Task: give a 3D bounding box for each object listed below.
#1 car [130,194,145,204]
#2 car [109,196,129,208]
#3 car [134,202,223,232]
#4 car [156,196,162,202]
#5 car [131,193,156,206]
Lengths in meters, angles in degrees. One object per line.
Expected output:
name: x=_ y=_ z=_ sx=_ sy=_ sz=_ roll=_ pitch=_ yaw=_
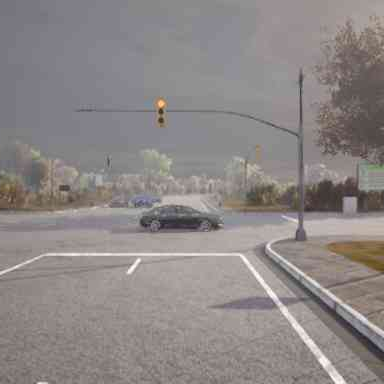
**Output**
car: x=-10.522 y=1.302 z=64.604 sx=2.097 sy=1.767 sz=4.553 roll=0 pitch=0 yaw=1
car: x=-10.581 y=1.315 z=48.197 sx=2.097 sy=1.767 sz=4.553 roll=0 pitch=0 yaw=0
car: x=-0.625 y=1.548 z=19.522 sx=4.892 sy=1.490 sz=1.837 roll=0 pitch=0 yaw=3
car: x=-7.001 y=1.496 z=66.620 sx=2.033 sy=1.411 sz=5.357 roll=0 pitch=0 yaw=0
car: x=-7.086 y=1.183 z=48.721 sx=2.150 sy=2.045 sz=5.566 roll=0 pitch=0 yaw=0
